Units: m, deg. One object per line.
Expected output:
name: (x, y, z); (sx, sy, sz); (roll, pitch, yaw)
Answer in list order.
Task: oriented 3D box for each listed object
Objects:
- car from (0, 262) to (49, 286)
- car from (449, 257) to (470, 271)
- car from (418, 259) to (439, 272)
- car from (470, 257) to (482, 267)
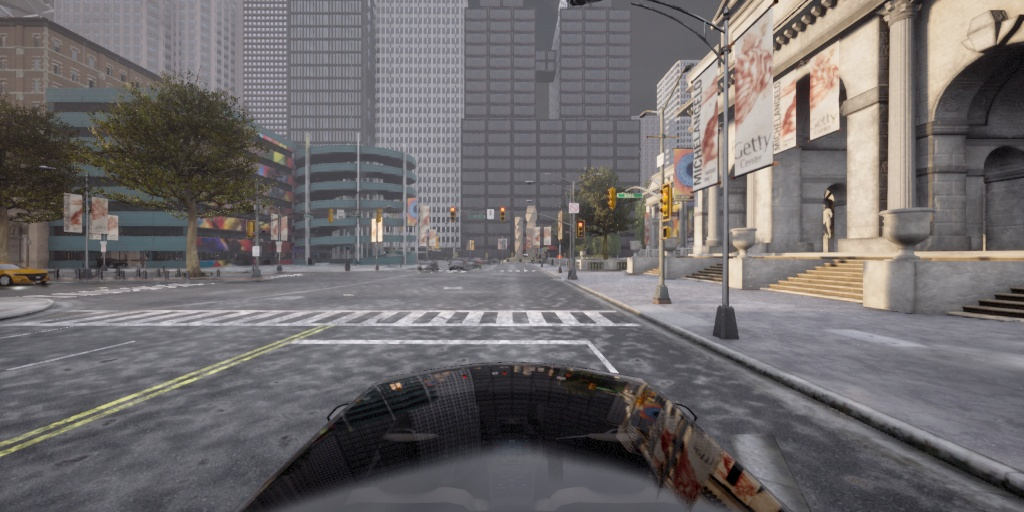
car: (-34.048, 1.150, 23.824); (5.008, 1.535, 1.882); (0, 0, -1)
car: (-7.020, 1.200, 46.904); (1.837, 1.490, 4.892); (0, 0, 0)
car: (-10.523, 1.181, 45.288); (2.128, 1.511, 4.902); (0, 0, 0)
car: (-6.983, 1.170, 62.934); (2.128, 1.511, 4.902); (0, 0, 0)
